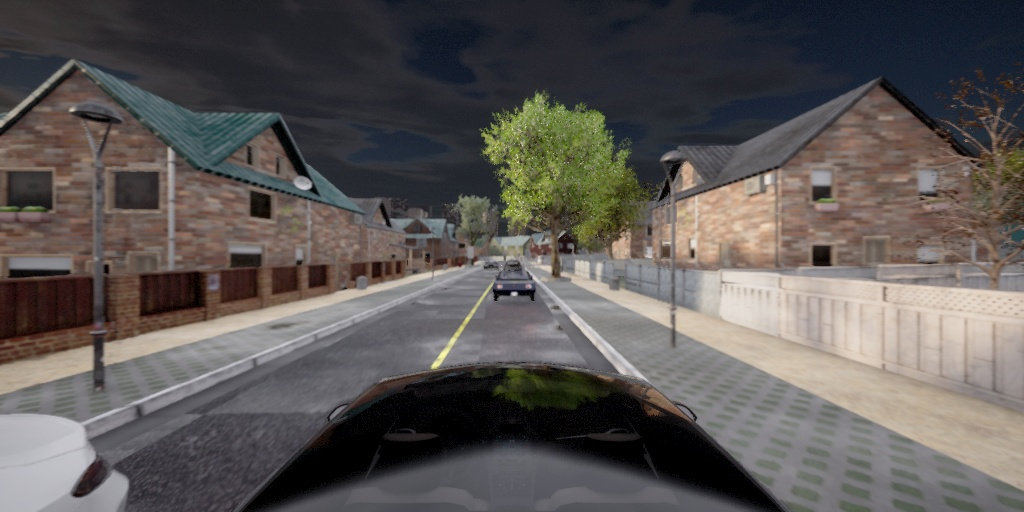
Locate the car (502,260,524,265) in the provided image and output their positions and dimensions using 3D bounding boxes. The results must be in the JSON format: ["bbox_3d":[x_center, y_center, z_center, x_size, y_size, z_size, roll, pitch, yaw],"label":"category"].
[{"bbox_3d":[0.097,1.150,34.588,1.837,1.490,4.892,0,0,0],"label":"car"}]

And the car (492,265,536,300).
[{"bbox_3d":[0.099,1.301,17.218,1.895,1.301,4.718,0,0,0],"label":"car"}]

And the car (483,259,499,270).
[{"bbox_3d":[-2.779,1.158,49.082,1.994,1.385,4.181,0,0,0],"label":"car"}]
